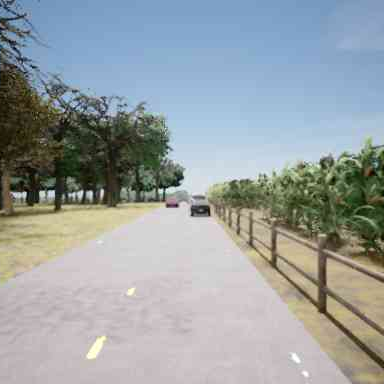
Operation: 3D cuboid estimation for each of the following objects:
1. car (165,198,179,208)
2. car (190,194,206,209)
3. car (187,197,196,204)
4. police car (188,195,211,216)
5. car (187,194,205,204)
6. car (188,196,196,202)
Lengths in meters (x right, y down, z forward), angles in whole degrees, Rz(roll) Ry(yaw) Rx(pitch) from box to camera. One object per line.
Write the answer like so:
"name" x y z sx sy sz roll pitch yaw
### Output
"car" -2.857 1.547 48.508 1.882 1.535 5.008 0 0 0
"car" 0.800 1.292 48.179 2.150 2.045 5.566 0 0 0
"car" -0.035 1.674 68.153 1.812 1.442 4.674 0 0 0
"police car" 0.808 1.427 32.250 1.930 1.638 5.238 0 0 0
"car" 0.803 1.261 42.177 2.150 2.045 5.566 0 0 0
"car" -0.042 1.734 83.161 1.837 1.490 4.892 0 -1 0
